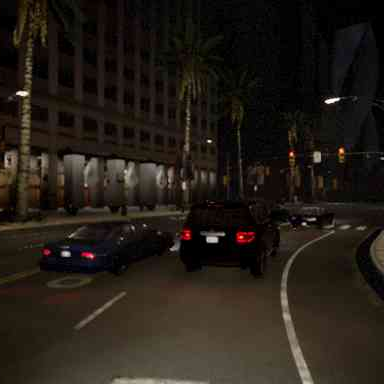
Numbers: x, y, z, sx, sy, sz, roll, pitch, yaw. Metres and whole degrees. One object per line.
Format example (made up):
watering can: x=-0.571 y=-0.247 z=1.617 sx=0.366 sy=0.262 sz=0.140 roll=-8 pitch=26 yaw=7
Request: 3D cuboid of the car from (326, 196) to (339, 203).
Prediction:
car: x=33.326 y=1.892 z=78.798 sx=1.837 sy=1.490 sz=4.892 roll=0 pitch=0 yaw=34

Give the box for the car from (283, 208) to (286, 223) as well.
car: x=5.623 y=1.477 z=24.919 sx=2.097 sy=1.767 sz=4.553 roll=0 pitch=0 yaw=34

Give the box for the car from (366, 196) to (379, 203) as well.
car: x=45.383 y=1.768 z=84.186 sx=2.097 sy=1.767 sz=4.553 roll=0 pitch=0 yaw=33

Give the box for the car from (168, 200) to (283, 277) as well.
car: x=1.452 y=1.278 z=10.765 sx=2.150 sy=2.045 sz=5.566 roll=0 pitch=0 yaw=21

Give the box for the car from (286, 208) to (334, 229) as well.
car: x=8.241 y=1.714 z=22.547 sx=1.895 sy=1.301 sz=4.718 roll=0 pitch=0 yaw=34

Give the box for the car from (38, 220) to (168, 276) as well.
car: x=-2.327 y=1.603 z=10.651 sx=2.033 sy=1.411 sz=5.357 roll=0 pitch=0 yaw=19

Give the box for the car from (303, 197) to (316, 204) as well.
car: x=26.178 y=1.882 z=73.882 sx=2.161 sy=1.482 sz=4.786 roll=0 pitch=0 yaw=33

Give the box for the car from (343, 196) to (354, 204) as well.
car: x=36.254 y=1.859 z=76.880 sx=1.882 sy=1.535 sz=5.008 roll=0 pitch=0 yaw=34
